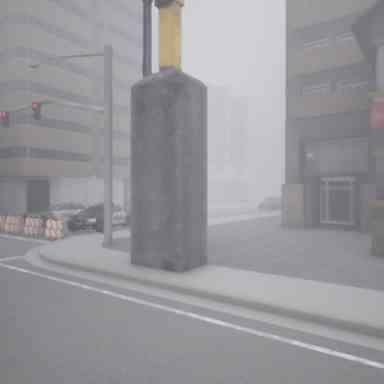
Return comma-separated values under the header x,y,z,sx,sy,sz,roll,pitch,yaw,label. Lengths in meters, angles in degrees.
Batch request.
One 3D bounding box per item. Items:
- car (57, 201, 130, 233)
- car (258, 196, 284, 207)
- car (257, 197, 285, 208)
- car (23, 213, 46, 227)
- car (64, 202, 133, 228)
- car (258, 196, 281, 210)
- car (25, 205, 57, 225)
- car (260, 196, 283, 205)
x,y,z,sx,sy,sz,roll,pitch,yaw,label
-5.381,1.426,19.704,2.038,1.542,4.974,0,0,15,car
12.068,1.420,50.416,2.038,1.542,4.974,0,0,35,car
9.899,1.268,41.539,1.853,1.218,4.536,0,0,35,car
-8.577,1.418,22.385,4.974,1.542,2.038,0,0,-30,car
-5.367,1.268,19.754,1.853,1.218,4.536,0,0,15,car
9.869,1.425,41.496,2.038,1.542,4.974,0,0,35,car
-8.531,1.261,22.411,4.536,1.218,1.853,0,0,-30,car
12.098,1.262,50.459,1.853,1.218,4.536,0,0,35,car
